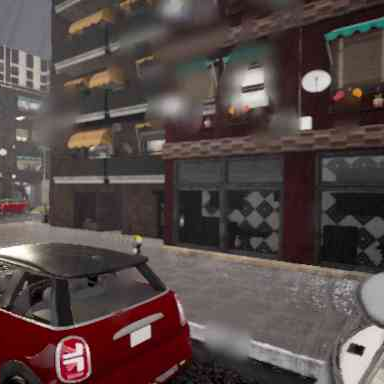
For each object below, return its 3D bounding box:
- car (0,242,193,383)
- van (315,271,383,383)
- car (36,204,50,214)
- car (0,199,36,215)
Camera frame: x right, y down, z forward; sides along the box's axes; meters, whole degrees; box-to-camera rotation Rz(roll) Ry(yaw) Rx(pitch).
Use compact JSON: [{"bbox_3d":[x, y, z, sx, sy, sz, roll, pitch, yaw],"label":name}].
[{"bbox_3d":[-2.075,1.394,4.353,4.097,1.590,1.967,1,1,36],"label":"car"},{"bbox_3d":[2.443,1.357,1.128,3.998,1.788,1.690,1,1,36],"label":"van"},{"bbox_3d":[-14.627,1.580,36.274,1.752,1.417,4.829,0,-1,35],"label":"car"},{"bbox_3d":[-17.686,1.395,31.884,1.967,1.590,4.097,0,-1,35],"label":"car"}]
